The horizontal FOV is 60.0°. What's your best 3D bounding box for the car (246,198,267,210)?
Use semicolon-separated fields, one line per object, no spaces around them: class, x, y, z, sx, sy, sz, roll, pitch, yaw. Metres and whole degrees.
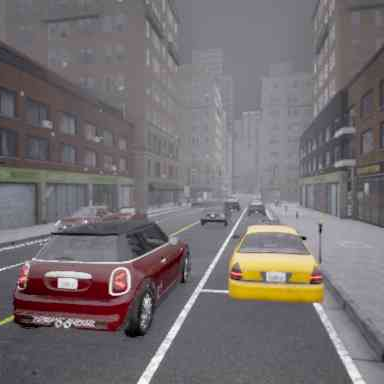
car;6.223;1.556;32.038;2.008;1.369;4.403;-1;0;11

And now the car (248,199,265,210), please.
car;8.338;1.569;43.008;1.947;1.339;4.313;-1;0;11

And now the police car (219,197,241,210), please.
police car;4.824;1.439;39.930;1.930;1.638;5.238;0;0;11

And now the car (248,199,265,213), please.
car;7.312;1.530;37.690;1.752;1.417;4.829;-1;0;11

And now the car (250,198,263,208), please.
car;9.395;1.583;48.493;1.802;1.307;4.206;-1;0;11

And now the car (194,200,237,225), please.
car;1.809;1.563;23.735;2.033;1.411;5.357;0;0;11

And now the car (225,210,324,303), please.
car;1.947;1.459;8.322;1.801;1.575;5.366;0;0;11

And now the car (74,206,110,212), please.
car;-5.334;1.475;17.197;1.967;1.590;4.097;-1;0;11

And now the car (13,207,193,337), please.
car;-1.419;1.364;6.973;2.097;1.767;4.553;0;0;11

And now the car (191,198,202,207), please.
car;1.003;1.576;50.107;1.887;1.381;4.507;-1;0;11

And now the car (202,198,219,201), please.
car;3.206;1.570;47.397;2.033;1.411;5.357;0;0;11
